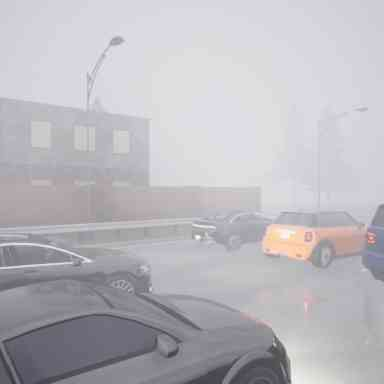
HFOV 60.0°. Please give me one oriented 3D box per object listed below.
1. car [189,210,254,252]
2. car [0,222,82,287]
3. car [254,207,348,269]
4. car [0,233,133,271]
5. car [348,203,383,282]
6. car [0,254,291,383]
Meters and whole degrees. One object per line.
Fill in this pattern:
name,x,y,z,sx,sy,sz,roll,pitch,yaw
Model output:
car,2.206,1.493,13.982,4.902,1.511,2.128,0,0,-35
car,-5.463,1.601,8.447,4.718,1.301,1.895,0,0,-36
car,4.577,1.352,11.372,4.553,1.767,2.097,0,0,-35
car,-3.039,1.492,5.879,4.902,1.511,2.128,0,0,-36
car,6.614,1.223,8.525,5.566,2.045,2.150,0,0,-35
car,-1.020,1.564,3.020,4.181,1.385,1.994,0,0,-35
